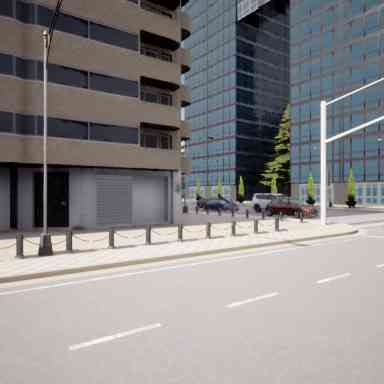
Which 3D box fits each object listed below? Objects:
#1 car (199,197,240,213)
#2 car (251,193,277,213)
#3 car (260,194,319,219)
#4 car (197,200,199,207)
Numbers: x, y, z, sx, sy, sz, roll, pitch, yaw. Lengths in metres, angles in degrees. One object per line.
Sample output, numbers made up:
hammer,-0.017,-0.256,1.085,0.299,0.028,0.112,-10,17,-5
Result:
car,3.153,1.470,36.309,1.812,1.442,4.674,0,0,-35
car,8.635,1.166,34.637,2.150,2.045,5.566,0,0,-36
car,8.557,1.297,28.717,2.097,1.767,4.553,0,0,-35
car,2.581,1.436,43.188,2.128,1.511,4.902,0,0,-35
